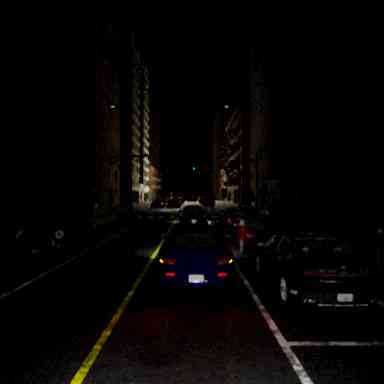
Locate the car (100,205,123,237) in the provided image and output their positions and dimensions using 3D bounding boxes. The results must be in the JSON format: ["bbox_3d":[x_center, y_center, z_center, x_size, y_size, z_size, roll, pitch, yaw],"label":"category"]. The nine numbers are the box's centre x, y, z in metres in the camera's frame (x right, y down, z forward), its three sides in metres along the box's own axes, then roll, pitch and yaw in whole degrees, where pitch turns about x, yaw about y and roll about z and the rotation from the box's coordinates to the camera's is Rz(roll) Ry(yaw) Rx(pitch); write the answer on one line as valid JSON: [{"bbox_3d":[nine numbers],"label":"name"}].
[{"bbox_3d":[-5.397,1.625,18.759,1.752,1.417,4.829,0,0,0],"label":"car"}]

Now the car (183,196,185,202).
[{"bbox_3d":[-2.821,1.868,61.443,2.033,1.411,5.357,0,0,1],"label":"car"}]

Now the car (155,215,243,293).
[{"bbox_3d":[0.094,1.574,8.903,1.812,1.442,4.674,0,-1,0],"label":"car"}]

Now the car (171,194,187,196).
[{"bbox_3d":[-2.778,1.599,71.957,2.150,2.045,5.566,0,0,0],"label":"car"}]

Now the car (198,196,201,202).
[{"bbox_3d":[2.613,1.911,62.902,1.802,1.307,4.206,0,0,0],"label":"car"}]

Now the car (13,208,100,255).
[{"bbox_3d":[-5.395,1.511,13.412,1.967,1.590,4.097,0,0,0],"label":"car"}]

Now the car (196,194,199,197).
[{"bbox_3d":[2.607,1.725,79.947,2.192,1.841,5.009,0,0,0],"label":"car"}]

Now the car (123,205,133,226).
[{"bbox_3d":[-5.399,1.680,24.447,2.008,1.369,4.403,0,0,0],"label":"car"}]

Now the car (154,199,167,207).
[{"bbox_3d":[-5.410,1.844,57.210,1.887,1.381,4.507,0,0,0],"label":"car"}]

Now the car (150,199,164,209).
[{"bbox_3d":[-5.408,1.821,51.528,2.008,1.369,4.403,0,0,0],"label":"car"}]

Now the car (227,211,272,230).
[{"bbox_3d":[2.630,1.653,13.421,1.802,1.307,4.206,0,0,0],"label":"car"}]

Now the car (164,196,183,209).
[{"bbox_3d":[-2.856,1.748,51.537,1.882,1.535,5.008,0,0,0],"label":"car"}]

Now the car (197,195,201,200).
[{"bbox_3d":[2.609,1.966,74.265,1.802,1.307,4.206,0,0,0],"label":"car"}]

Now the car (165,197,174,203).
[{"bbox_3d":[-5.418,1.976,79.938,1.947,1.339,4.313,0,0,0],"label":"car"}]

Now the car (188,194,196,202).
[{"bbox_3d":[-0.031,1.769,81.639,2.097,1.767,4.553,0,0,0],"label":"car"}]

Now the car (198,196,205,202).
[{"bbox_3d":[2.603,1.901,91.309,1.967,1.590,4.097,0,0,0],"label":"car"}]

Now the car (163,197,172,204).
[{"bbox_3d":[-5.416,1.909,74.086,1.752,1.417,4.829,0,0,0],"label":"car"}]

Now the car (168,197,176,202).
[{"bbox_3d":[-5.422,2.027,91.301,1.947,1.339,4.313,0,0,0],"label":"car"}]

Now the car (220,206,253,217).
[{"bbox_3d":[2.628,1.540,18.941,1.967,1.590,4.097,0,0,0],"label":"car"}]

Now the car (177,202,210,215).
[{"bbox_3d":[0.086,1.648,23.198,1.812,1.442,4.674,0,0,0],"label":"car"}]

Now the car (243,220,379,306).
[{"bbox_3d":[2.632,1.593,7.902,2.008,1.369,4.403,0,0,0],"label":"car"}]

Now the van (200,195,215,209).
[{"bbox_3d":[2.617,1.611,51.541,1.690,1.788,3.998,0,0,0],"label":"van"}]
